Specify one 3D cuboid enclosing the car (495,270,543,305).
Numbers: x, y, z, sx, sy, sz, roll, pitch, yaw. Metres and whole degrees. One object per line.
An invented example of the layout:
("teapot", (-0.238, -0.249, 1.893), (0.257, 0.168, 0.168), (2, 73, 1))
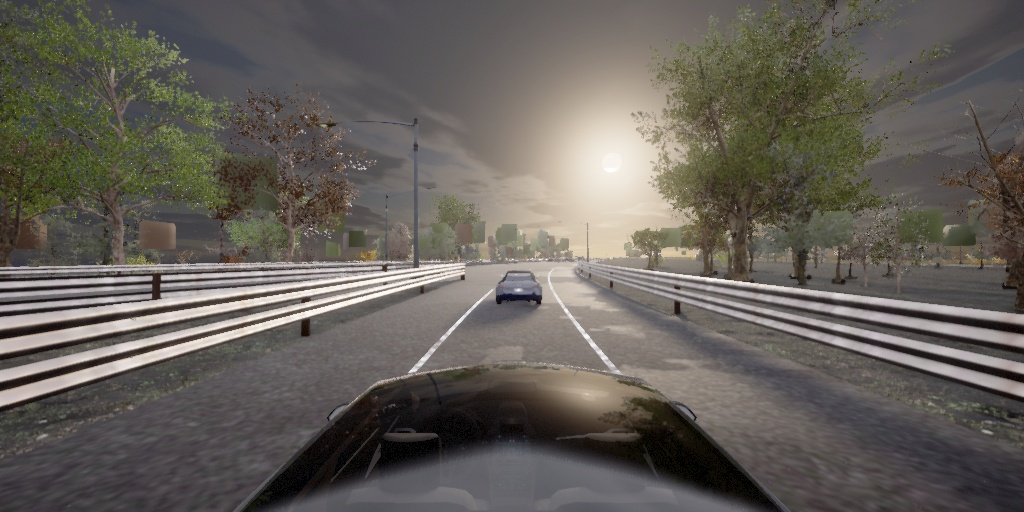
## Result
("car", (0.353, 1.317, 16.157), (1.994, 1.385, 4.181), (0, 0, 3))
